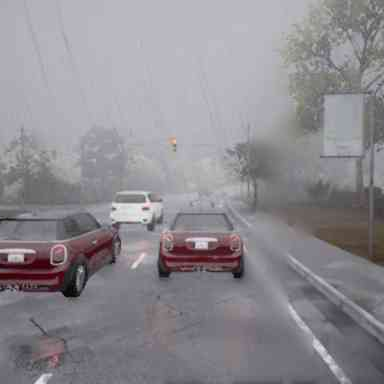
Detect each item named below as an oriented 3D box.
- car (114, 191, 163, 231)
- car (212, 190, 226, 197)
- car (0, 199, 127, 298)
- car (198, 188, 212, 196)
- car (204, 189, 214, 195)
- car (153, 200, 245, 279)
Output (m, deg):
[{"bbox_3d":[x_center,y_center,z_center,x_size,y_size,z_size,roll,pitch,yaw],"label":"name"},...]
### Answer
[{"bbox_3d":[-2.970,0.943,18.768,2.150,2.045,5.566,0,1,2],"label":"car"},{"bbox_3d":[6.305,0.452,77.384,1.895,1.301,4.718,0,1,10],"label":"car"},{"bbox_3d":[-3.268,1.226,8.386,2.097,1.767,4.553,0,1,1],"label":"car"},{"bbox_3d":[2.776,0.078,77.482,2.150,2.045,5.566,0,1,10],"label":"car"},{"bbox_3d":[4.516,0.039,87.672,1.882,1.535,5.008,0,1,11],"label":"car"},{"bbox_3d":[0.260,1.206,9.775,2.097,1.767,4.553,0,1,1],"label":"car"}]
